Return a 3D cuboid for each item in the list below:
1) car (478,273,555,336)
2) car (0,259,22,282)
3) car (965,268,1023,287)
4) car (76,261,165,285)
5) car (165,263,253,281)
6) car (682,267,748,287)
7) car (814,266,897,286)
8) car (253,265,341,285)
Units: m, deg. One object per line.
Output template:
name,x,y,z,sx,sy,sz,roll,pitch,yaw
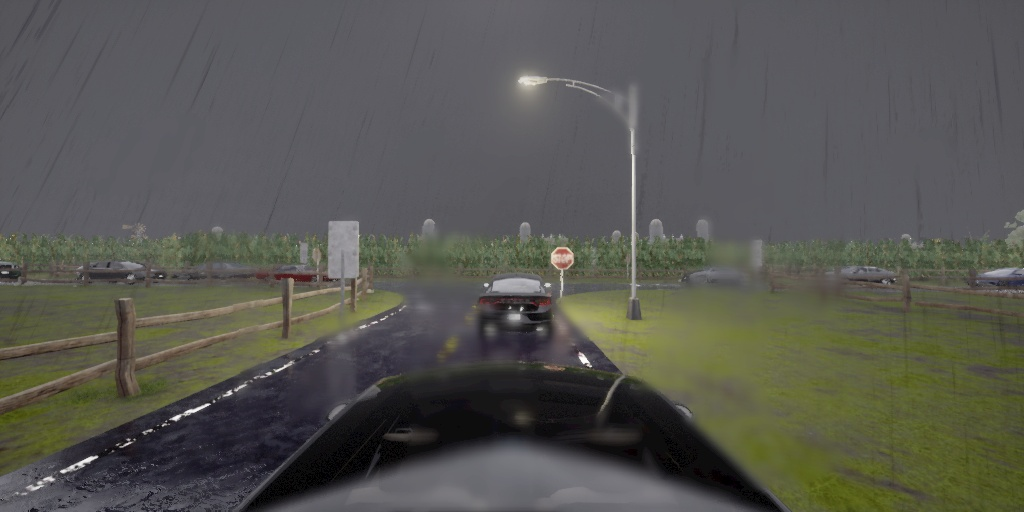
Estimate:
car,0.152,1.230,10.478,1.882,1.535,5.008,0,0,2
car,-35.973,0.717,23.549,5.566,2.045,2.150,0,-1,1
car,35.912,1.610,25.944,4.674,1.442,1.812,1,-1,1
car,-25.378,1.069,23.462,4.892,1.490,1.837,0,-1,1
car,-21.704,1.184,26.385,5.357,1.411,2.033,0,-1,0
car,14.719,1.470,26.116,4.181,1.385,1.994,0,-1,1
car,24.835,1.481,26.039,4.902,1.511,2.128,0,-1,0
car,-13.627,1.240,23.222,4.718,1.301,1.895,0,-1,3
